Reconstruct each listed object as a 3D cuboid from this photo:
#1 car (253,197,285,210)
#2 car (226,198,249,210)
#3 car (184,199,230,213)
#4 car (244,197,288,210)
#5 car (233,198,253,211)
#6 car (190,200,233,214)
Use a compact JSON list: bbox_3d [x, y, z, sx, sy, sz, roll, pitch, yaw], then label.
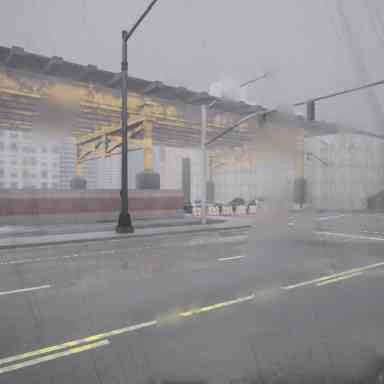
[{"bbox_3d":[9.128,1.295,41.693,4.536,1.218,1.853,0,0,-7],"label":"car"},{"bbox_3d":[5.284,1.295,37.990,1.853,1.218,4.536,0,0,18],"label":"car"},{"bbox_3d":[1.472,1.295,35.263,4.536,1.218,1.853,0,0,8],"label":"car"},{"bbox_3d":[9.179,1.453,41.700,4.974,1.542,2.038,0,0,-7],"label":"car"},{"bbox_3d":[5.268,1.453,37.940,2.038,1.542,4.974,0,0,18],"label":"car"},{"bbox_3d":[1.523,1.453,35.256,4.974,1.542,2.038,0,0,8],"label":"car"}]
